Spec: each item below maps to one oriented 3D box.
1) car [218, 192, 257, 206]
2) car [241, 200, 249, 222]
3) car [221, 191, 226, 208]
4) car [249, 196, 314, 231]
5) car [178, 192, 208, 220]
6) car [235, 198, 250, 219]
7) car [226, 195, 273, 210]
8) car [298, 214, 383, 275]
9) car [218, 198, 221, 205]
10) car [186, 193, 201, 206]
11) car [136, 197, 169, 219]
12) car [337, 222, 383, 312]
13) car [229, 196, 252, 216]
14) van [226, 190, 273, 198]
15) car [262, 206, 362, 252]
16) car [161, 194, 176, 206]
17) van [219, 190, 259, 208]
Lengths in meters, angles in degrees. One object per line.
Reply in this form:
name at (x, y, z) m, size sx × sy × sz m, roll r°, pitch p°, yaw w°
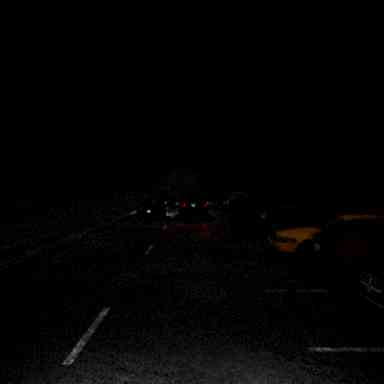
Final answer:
car at (5.603, 0.854, 41.685) m, size 4.553 × 1.767 × 2.185 m, roll 0°, pitch 1°, yaw 0°
car at (5.552, 1.386, 19.651) m, size 4.674 × 1.452 × 2.002 m, roll 0°, pitch 1°, yaw 0°
car at (5.534, 1.022, 33.549) m, size 4.553 × 1.767 × 2.185 m, roll 0°, pitch 1°, yaw 0°
car at (5.521, 1.252, 16.888) m, size 4.553 × 1.767 × 2.185 m, roll 0°, pitch 1°, yaw 0°
car at (0.110, 1.006, 26.173) m, size 2.150 × 2.045 × 5.566 m, roll 0°, pitch 1°, yaw 0°
car at (5.559, 1.354, 22.404) m, size 4.674 × 1.452 × 2.002 m, roll 0°, pitch 1°, yaw 0°
car at (5.591, 1.267, 27.914) m, size 4.792 × 1.488 × 2.163 m, roll 0°, pitch 1°, yaw 0°
car at (5.574, 1.472, 8.626) m, size 4.792 × 1.488 × 2.163 m, roll 0°, pitch 0°, yaw 0°
car at (5.562, 1.099, 36.178) m, size 4.892 × 1.521 × 2.231 m, roll 0°, pitch 1°, yaw 0°
car at (0.146, 0.929, 43.610) m, size 1.882 × 1.535 × 5.008 m, roll 0°, pitch 1°, yaw 0°
car at (-3.145, 1.346, 26.289) m, size 1.994 × 1.385 × 4.181 m, roll 0°, pitch 1°, yaw 0°
car at (5.549, 1.457, 5.875) m, size 4.892 × 1.521 × 2.231 m, roll 0°, pitch 0°, yaw 0°
car at (5.529, 1.309, 25.162) m, size 4.792 × 1.488 × 2.163 m, roll 0°, pitch 1°, yaw 0°
van at (5.680, 0.970, 30.663) m, size 4.442 × 1.987 × 1.878 m, roll 0°, pitch 1°, yaw 0°
car at (5.362, 1.420, 11.386) m, size 5.366 × 1.575 × 1.946 m, roll 0°, pitch 0°, yaw 0°
car at (-3.118, 0.980, 42.654) m, size 1.837 × 1.490 × 4.892 m, roll 0°, pitch 1°, yaw 0°
van at (5.454, 0.816, 38.931) m, size 4.442 × 1.987 × 1.878 m, roll 0°, pitch 1°, yaw 0°
